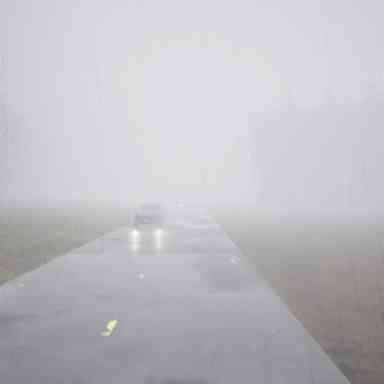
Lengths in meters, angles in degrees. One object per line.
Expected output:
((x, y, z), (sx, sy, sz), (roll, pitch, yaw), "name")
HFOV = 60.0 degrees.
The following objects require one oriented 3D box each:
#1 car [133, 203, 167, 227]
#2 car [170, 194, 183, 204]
((-2.859, 1.539, 23.412), (1.882, 1.535, 5.008), (0, 0, 0), "car")
((-2.788, 1.571, 64.991), (1.812, 1.442, 4.674), (0, 0, 0), "car")
